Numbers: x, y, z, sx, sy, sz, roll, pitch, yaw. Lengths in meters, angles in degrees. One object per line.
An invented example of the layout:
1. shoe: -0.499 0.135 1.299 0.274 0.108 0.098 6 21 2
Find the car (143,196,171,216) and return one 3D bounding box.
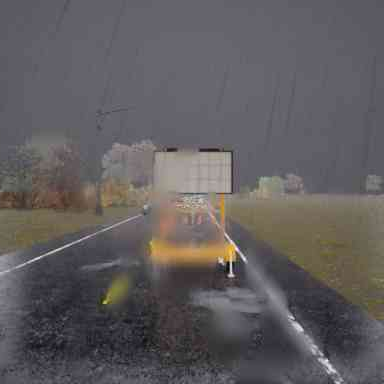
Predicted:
1. car: -3.480 1.369 32.296 2.097 1.767 4.553 0 0 0

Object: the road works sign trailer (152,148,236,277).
1. road works sign trailer: 0.031 0.468 10.241 2.380 3.560 2.880 0 0 -1

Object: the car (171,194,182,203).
1. car: -3.052 1.263 64.810 2.150 2.045 5.566 0 0 1
